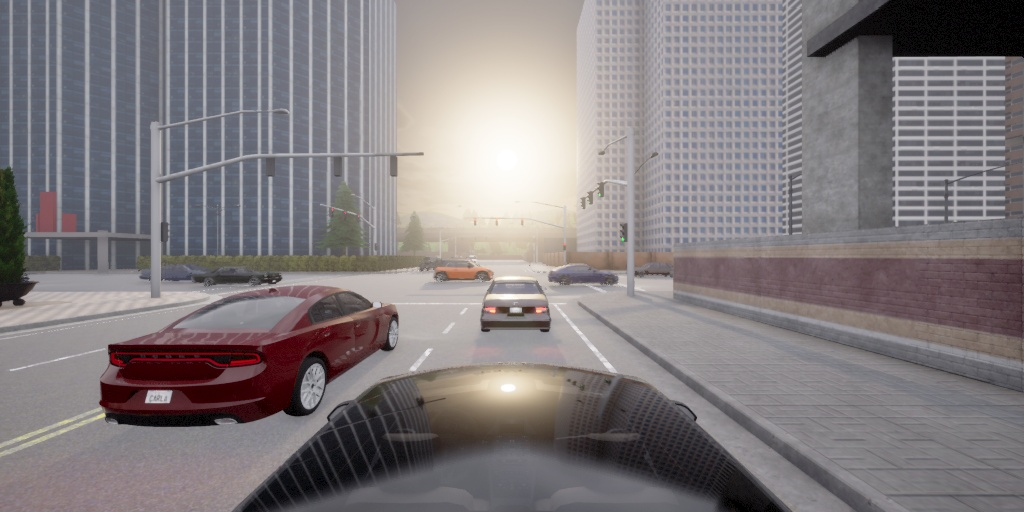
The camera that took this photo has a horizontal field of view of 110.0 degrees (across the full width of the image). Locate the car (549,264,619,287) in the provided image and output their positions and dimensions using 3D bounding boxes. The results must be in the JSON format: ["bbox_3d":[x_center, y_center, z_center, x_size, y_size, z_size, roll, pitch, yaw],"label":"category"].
[{"bbox_3d":[4.748,1.276,24.074,4.674,1.442,1.812,0,0,-1],"label":"car"}]

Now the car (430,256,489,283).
[{"bbox_3d":[-3.618,1.102,27.457,4.553,1.767,2.097,0,0,-1],"label":"car"}]

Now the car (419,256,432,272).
[{"bbox_3d":[-10.568,0.972,47.397,2.150,2.045,5.566,0,0,0],"label":"car"}]

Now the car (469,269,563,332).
[{"bbox_3d":[0.090,1.297,10.801,2.033,1.411,5.357,0,0,0],"label":"car"}]

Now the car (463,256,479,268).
[{"bbox_3d":[-7.028,0.972,61.844,2.150,2.045,5.566,0,0,0],"label":"car"}]

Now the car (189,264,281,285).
[{"bbox_3d":[-17.986,1.351,23.754,4.718,1.301,1.895,0,0,-1],"label":"car"}]

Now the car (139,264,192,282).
[{"bbox_3d":[-24.870,1.297,27.188,5.357,1.411,2.033,0,0,0],"label":"car"}]

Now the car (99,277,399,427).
[{"bbox_3d":[-3.440,1.228,5.988,1.882,1.535,5.008,0,0,0],"label":"car"}]

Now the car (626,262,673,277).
[{"bbox_3d":[13.914,1.297,34.780,5.357,1.411,2.033,0,0,0],"label":"car"}]

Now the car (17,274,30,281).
[{"bbox_3d":[-35.504,1.297,23.627,5.357,1.411,2.033,0,0,0],"label":"car"}]
